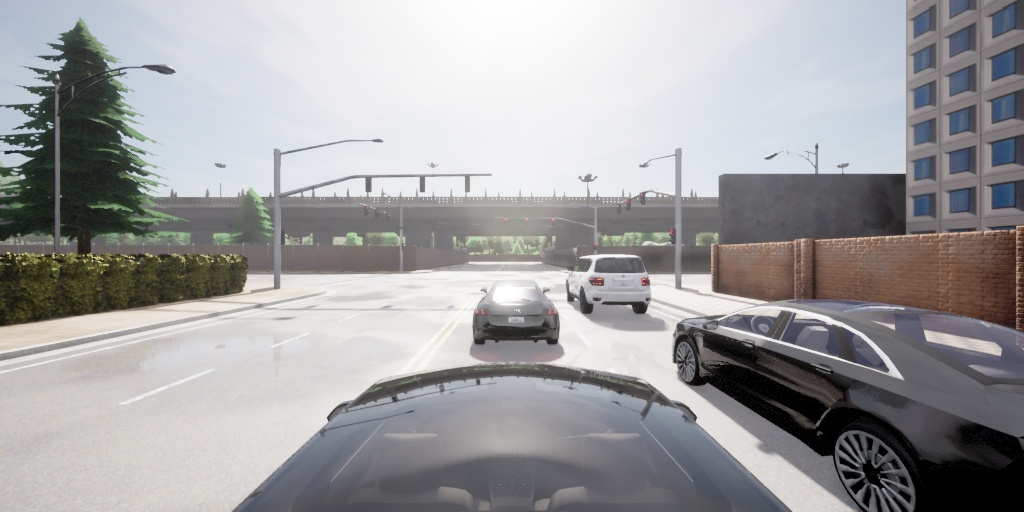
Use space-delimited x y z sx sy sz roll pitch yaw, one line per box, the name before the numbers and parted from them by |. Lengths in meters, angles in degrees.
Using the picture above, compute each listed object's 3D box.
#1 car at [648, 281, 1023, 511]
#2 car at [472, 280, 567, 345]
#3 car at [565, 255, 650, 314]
car | 3.593 1.242 4.090 2.128 1.511 4.902 0 0 0
car | 0.087 1.314 9.547 1.994 1.385 4.181 0 0 0
car | 3.481 0.971 13.895 2.150 2.045 5.566 0 0 0
